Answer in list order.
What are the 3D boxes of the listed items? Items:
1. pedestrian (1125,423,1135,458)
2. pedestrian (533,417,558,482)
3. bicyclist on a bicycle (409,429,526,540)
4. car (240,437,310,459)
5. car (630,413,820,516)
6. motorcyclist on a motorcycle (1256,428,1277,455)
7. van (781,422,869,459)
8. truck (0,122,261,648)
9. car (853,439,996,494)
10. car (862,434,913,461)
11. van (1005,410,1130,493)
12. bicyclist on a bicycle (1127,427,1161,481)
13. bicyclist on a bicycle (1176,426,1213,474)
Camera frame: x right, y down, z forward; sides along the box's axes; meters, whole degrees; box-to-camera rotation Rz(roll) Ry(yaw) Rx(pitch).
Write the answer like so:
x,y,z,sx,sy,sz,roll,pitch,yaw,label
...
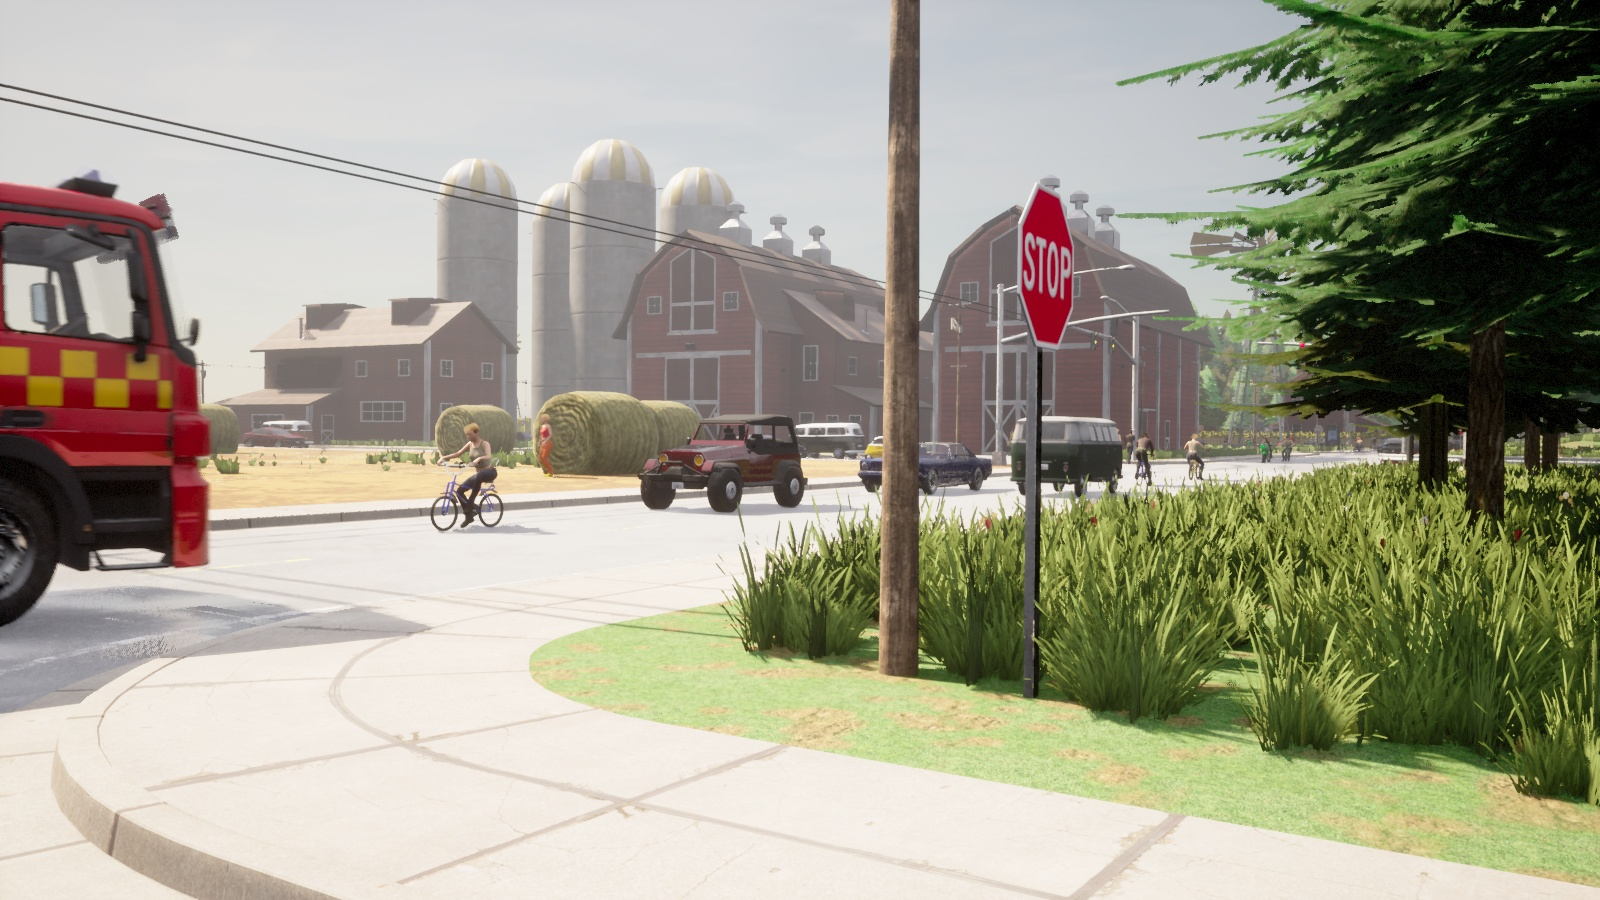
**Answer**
x,y,z,sx,sy,sz,roll,pitch,yaw,label
17.022,-0.500,64.741,0.328,1.805,0.869,0,1,28,pedestrian
-7.214,-0.024,35.621,0.594,1.836,0.345,-1,1,-34,pedestrian
-5.018,0.488,19.032,0.866,1.612,1.509,0,1,31,bicyclist on a bicycle
-37.187,-0.159,88.862,5.008,1.535,1.882,0,1,30,car
-1.407,0.233,25.069,1.905,1.878,3.866,0,1,31,car
26.969,-0.487,72.584,0.797,1.523,2.044,0,1,31,motorcyclist on a motorcycle
1.408,-0.523,70.776,4.480,2.038,2.069,-1,1,30,van
-8.578,-0.448,8.588,8.468,3.827,2.891,-1,1,-42,truck
3.359,0.385,33.049,1.895,1.301,4.718,0,1,31,car
4.517,-0.138,64.968,2.207,1.376,1.481,0,1,30,car
6.931,0.013,32.203,1.775,1.987,4.442,0,1,31,van
10.448,0.104,38.093,0.582,1.620,1.656,0,1,31,bicyclist on a bicycle
13.684,-0.015,43.524,0.866,1.612,1.509,0,1,31,bicyclist on a bicycle
